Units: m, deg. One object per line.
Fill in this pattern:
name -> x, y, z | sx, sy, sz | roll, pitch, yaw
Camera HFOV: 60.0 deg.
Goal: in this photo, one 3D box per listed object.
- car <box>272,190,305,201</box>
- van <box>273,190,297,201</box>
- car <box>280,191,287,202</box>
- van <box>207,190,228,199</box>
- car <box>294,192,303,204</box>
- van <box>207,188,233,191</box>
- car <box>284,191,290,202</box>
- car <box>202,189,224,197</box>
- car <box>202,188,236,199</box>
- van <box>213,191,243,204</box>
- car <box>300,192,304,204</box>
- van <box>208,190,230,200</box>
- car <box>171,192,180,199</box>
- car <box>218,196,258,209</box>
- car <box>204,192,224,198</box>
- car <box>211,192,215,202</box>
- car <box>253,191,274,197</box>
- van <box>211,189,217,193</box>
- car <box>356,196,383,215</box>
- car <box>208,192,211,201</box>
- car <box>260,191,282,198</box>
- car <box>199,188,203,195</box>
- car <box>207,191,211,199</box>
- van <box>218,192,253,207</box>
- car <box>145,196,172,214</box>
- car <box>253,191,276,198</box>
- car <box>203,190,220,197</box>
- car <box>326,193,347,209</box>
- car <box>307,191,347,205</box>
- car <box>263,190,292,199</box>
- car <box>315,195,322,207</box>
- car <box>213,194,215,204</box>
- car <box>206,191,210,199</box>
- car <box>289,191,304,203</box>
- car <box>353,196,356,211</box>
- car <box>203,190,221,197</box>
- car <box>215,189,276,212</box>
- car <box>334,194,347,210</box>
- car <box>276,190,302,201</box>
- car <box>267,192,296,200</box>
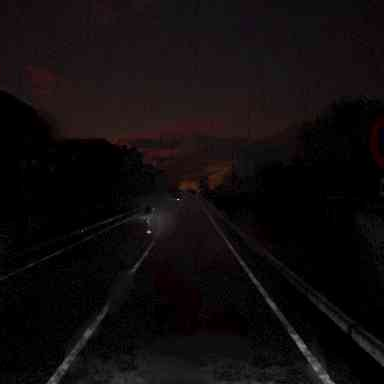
car -> 18.546, 0.695, 63.981 | 5.566, 2.045, 2.435 | 0, 1, 0
van -> 18.619, 0.673, 66.758 | 4.442, 1.987, 1.878 | 0, 1, 0
car -> 18.576, 1.060, 58.434 | 4.792, 1.488, 2.163 | 0, 1, 0
van -> 5.512, 0.587, 71.728 | 4.442, 1.987, 1.878 | 0, 1, 0
car -> 18.587, 1.131, 50.102 | 5.008, 1.535, 2.097 | 0, 1, 0
van -> 5.557, 0.731, 63.322 | 4.442, 1.987, 1.878 | 0, 1, 0
car -> 18.533, 1.099, 55.651 | 4.792, 1.488, 2.163 | 0, 1, 0
car -> 5.291, 0.320, 85.741 | 5.566, 2.045, 2.435 | 0, 1, 0
car -> 5.398, 0.657, 66.121 | 5.566, 2.045, 2.435 | 0, 1, 0
van -> 5.618, 0.882, 52.102 | 4.442, 1.987, 1.878 | 0, 1, 0
car -> 18.601, 1.161, 47.325 | 4.892, 1.521, 2.231 | 0, 1, 0
van -> 5.527, 0.635, 68.926 | 4.442, 1.987, 1.878 | 0, 1, 0
car -> -3.548, 0.781, 73.488 | 2.033, 1.411, 5.357 | 0, 1, 0
car -> 5.565, 1.259, 40.890 | 4.674, 1.452, 2.002 | 0, 1, 0
car -> 5.347, 0.708, 80.141 | 4.674, 1.452, 2.002 | 0, 1, 0
car -> 5.527, 1.167, 46.495 | 5.008, 1.535, 2.097 | 0, 1, 0
car -> 18.402, 0.567, 86.188 | 4.892, 1.521, 2.231 | 0, 1, 0
van -> 5.400, 0.914, 49.300 | 4.442, 1.987, 1.878 | 0, 1, 0
car -> 18.512, 1.312, 30.672 | 5.366, 1.575, 1.946 | 0, 1, 0
car -> 5.516, 1.107, 54.907 | 4.792, 1.488, 2.163 | 0, 1, 0
car -> 18.473, 0.583, 77.861 | 4.553, 1.767, 2.185 | 0, 1, 0
car -> 5.306, 0.369, 82.939 | 5.566, 2.045, 2.435 | 0, 1, 0
car -> 5.469, 1.079, 57.715 | 4.674, 1.452, 2.002 | 0, 1, 0
van -> 5.664, 0.967, 43.691 | 4.442, 1.987, 1.878 | 0, 1, 0
car -> -3.479, 1.301, 32.718 | 2.128, 1.511, 4.902 | 0, 1, 0
car -> 18.227, 0.610, 83.411 | 5.366, 1.575, 1.946 | 0, 1, 0
car -> 5.257, 0.350, 91.349 | 4.553, 1.767, 2.185 | 0, 1, 0
car -> 18.658, 1.237, 38.999 | 5.008, 1.535, 2.097 | 0, 1, 0
car -> 18.594, 0.934, 44.548 | 5.566, 2.045, 2.435 | 0, 1, 0
car -> 18.501, 0.553, 72.307 | 5.566, 2.045, 2.435 | 0, 1, 0
car -> 18.643, 1.211, 41.775 | 5.008, 1.535, 2.097 | 0, 1, 0
car -> 5.392, 1.242, 38.085 | 5.366, 1.575, 1.946 | 0, 1, 0
car -> 5.462, 0.999, 60.517 | 4.892, 1.521, 2.231 | 0, 1, 0
car -> 18.762, 1.098, 52.880 | 5.366, 1.575, 1.946 | 0, 1, 0
car -> 18.712, 1.319, 33.449 | 4.792, 1.488, 2.163 | 0, 1, 0
car -> 5.273, 0.398, 88.546 | 4.553, 1.767, 2.185 | 0, 1, 0
car -> 5.564, 1.020, 35.280 | 5.566, 2.045, 2.435 | 0, 1, 0
car -> 18.674, 1.264, 36.223 | 4.892, 1.521, 2.231 | 0, 1, 0
car -> 18.504, 0.738, 61.204 | 5.566, 2.045, 2.435 | 0, 1, 0
car -> 18.673, 0.849, 69.536 | 5.366, 1.575, 1.946 | 0, 1, 0
